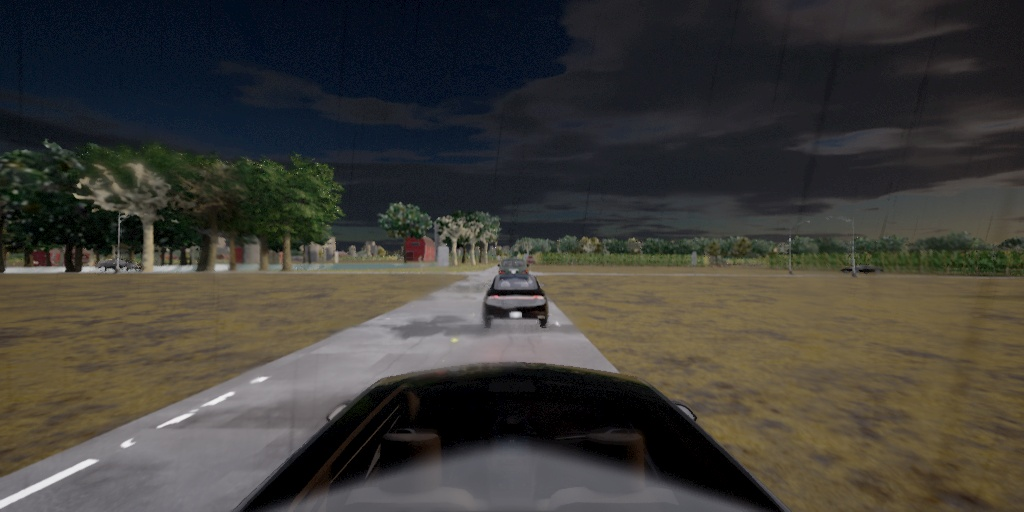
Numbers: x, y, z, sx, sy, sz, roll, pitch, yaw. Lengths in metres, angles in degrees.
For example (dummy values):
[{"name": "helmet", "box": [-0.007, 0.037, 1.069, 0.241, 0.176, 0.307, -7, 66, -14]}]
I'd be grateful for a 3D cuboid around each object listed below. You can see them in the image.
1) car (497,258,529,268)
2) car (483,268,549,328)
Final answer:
[{"name": "car", "box": [0.102, 1.185, 26.486, 2.150, 2.045, 5.566, 0, 0, 0]}, {"name": "car", "box": [0.102, 1.329, 11.763, 2.128, 1.511, 4.902, 0, 0, 0]}]
